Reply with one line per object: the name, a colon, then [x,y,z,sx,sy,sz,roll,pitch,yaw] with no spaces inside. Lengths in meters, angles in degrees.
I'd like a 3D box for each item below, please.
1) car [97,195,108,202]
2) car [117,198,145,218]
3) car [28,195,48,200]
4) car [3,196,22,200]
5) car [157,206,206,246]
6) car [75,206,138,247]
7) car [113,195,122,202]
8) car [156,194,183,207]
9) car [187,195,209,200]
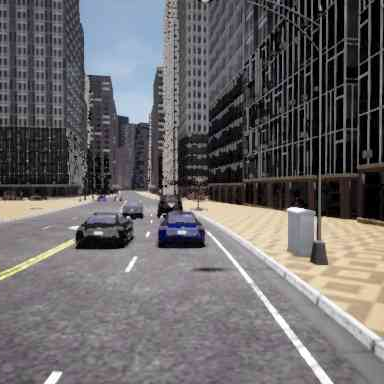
car: [-19.057,1.438,70.720,1.812,1.442,4.674,0,0,-10]
car: [-5.279,1.540,29.936,2.033,1.411,5.357,0,0,-8]
car: [-37.324,1.409,80.480,4.313,1.339,1.947,0,0,-9]
car: [-42.940,1.390,79.593,4.206,1.307,1.802,0,0,-9]
car: [-0.520,1.559,15.123,1.994,1.385,4.181,0,0,-4]
car: [-3.763,1.563,14.905,1.994,1.385,4.181,0,0,-4]
car: [-15.784,1.409,70.888,2.128,1.511,4.902,0,0,-10]
car: [-2.063,1.227,30.398,2.150,2.045,5.566,0,0,-8]
car: [1.069,1.384,86.925,5.009,1.841,2.192,0,0,-9]
